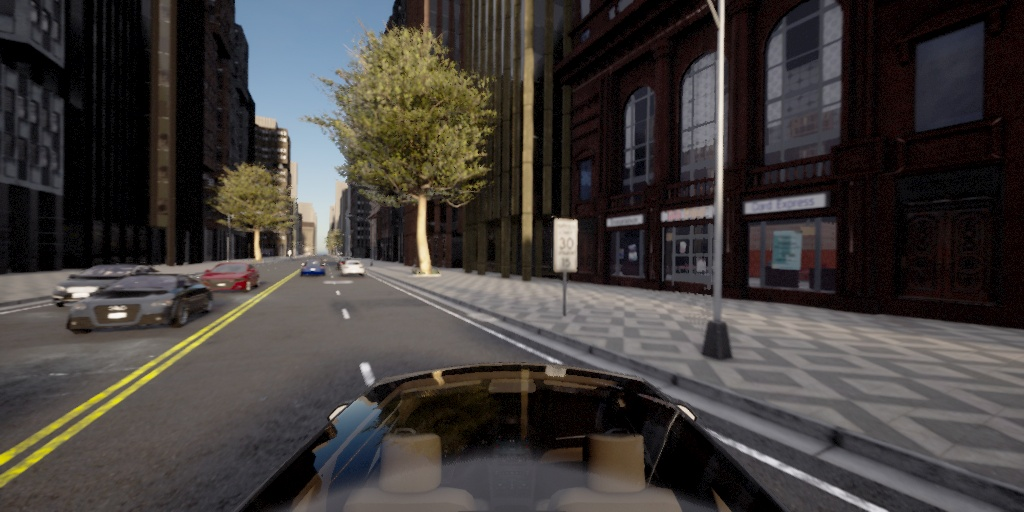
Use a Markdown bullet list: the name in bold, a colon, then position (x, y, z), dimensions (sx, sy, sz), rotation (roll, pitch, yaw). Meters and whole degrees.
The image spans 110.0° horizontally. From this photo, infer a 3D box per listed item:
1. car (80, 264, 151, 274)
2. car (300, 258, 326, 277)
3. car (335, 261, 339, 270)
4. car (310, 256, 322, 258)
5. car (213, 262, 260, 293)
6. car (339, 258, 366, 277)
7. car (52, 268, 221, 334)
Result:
- **car**: position (-16.073, 1.088, 14.601), dimensions (2.128, 1.511, 4.902), rotation (1, 0, -28)
- **car**: position (-18.119, 1.121, 32.745), dimensions (1.994, 1.385, 4.181), rotation (1, 0, -28)
- **car**: position (-21.334, 1.030, 45.794), dimensions (1.837, 1.490, 4.892), rotation (1, 0, -27)
- **car**: position (-24.465, 0.844, 44.861), dimensions (2.097, 1.767, 4.553), rotation (1, 0, -28)
- **car**: position (-14.919, 1.071, 19.210), dimensions (1.882, 1.535, 5.008), rotation (1, 0, -28)
- **car**: position (-14.629, 1.118, 32.945), dimensions (1.812, 1.442, 4.674), rotation (1, 0, -27)
- **car**: position (-10.237, 1.208, 10.254), dimensions (1.994, 1.385, 4.181), rotation (1, 0, -27)
